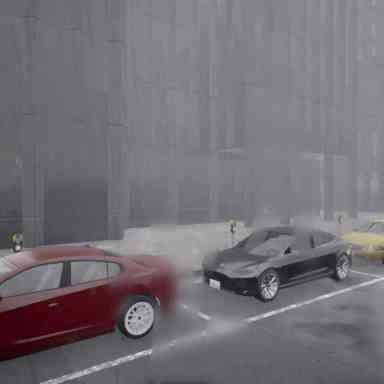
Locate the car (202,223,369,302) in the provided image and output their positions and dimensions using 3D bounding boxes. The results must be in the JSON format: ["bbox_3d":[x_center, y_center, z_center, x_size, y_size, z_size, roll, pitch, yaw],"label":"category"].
[{"bbox_3d":[2.255,1.566,8.267,4.313,1.339,1.947,0,0,-36],"label":"car"}]

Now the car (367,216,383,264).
[{"bbox_3d":[6.703,1.527,11.445,4.829,1.417,1.752,0,0,-36],"label":"car"}]

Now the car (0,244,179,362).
[{"bbox_3d":[-2.330,1.545,4.990,4.507,1.381,1.887,0,0,-36],"label":"car"}]
